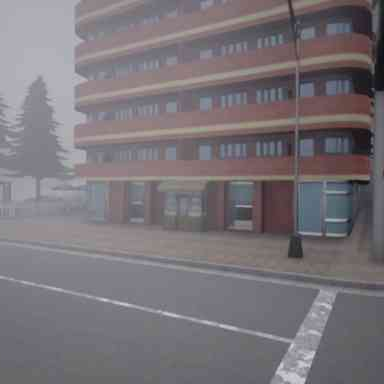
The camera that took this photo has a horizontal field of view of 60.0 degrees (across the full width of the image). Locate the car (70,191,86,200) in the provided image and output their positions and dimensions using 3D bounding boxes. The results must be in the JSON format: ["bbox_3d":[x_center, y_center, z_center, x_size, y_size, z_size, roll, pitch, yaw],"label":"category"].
[{"bbox_3d":[-17.972,0.926,51.640,1.837,1.490,4.892,1,0,33],"label":"car"}]

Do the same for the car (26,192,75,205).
[{"bbox_3d":[-16.952,1.061,39.346,2.033,1.411,5.357,1,0,29],"label":"car"}]
